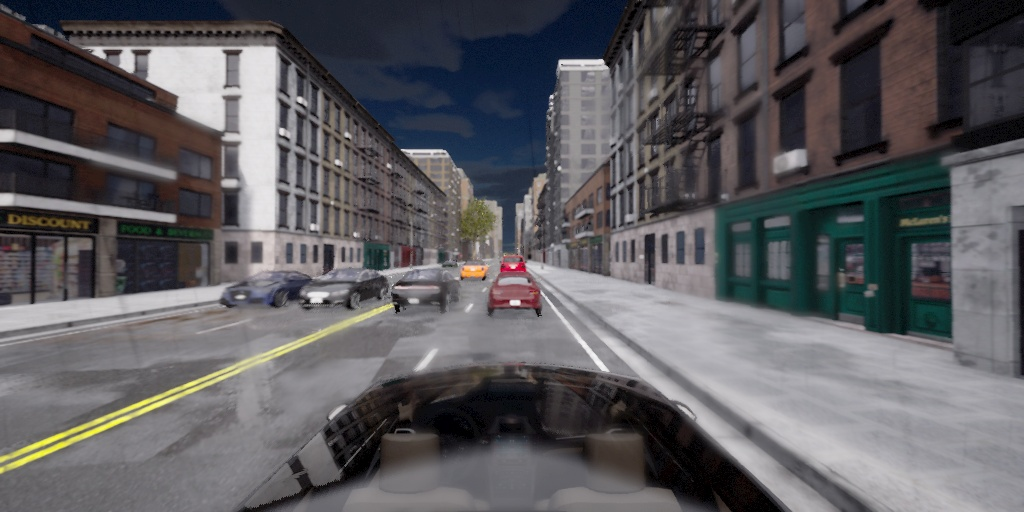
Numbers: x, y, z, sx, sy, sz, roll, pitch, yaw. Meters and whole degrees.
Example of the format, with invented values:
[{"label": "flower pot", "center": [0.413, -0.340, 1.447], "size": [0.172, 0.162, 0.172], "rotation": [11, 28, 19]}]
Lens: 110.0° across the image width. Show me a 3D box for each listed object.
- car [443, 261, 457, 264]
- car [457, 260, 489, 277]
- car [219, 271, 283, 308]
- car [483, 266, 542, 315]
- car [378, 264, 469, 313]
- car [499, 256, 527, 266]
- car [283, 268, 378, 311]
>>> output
[{"label": "car", "center": [-9.819, 1.393, 56.707], "size": [1.895, 1.301, 4.718], "rotation": [0, 0, 0]}, {"label": "car", "center": [-3.154, 1.115, 31.064], "size": [2.097, 1.767, 4.553], "rotation": [0, 0, 0]}, {"label": "car", "center": [-9.851, 1.316, 15.019], "size": [1.994, 1.385, 4.181], "rotation": [0, 0, 0]}, {"label": "car", "center": [0.098, 1.278, 13.395], "size": [1.812, 1.442, 4.674], "rotation": [0, 0, 0]}, {"label": "car", "center": [-3.152, 1.244, 13.988], "size": [2.128, 1.511, 4.902], "rotation": [0, 0, 0]}, {"label": "car", "center": [0.096, 0.984, 30.551], "size": [2.150, 2.045, 5.566], "rotation": [0, 0, 0]}, {"label": "car", "center": [-6.602, 1.244, 14.578], "size": [2.128, 1.511, 4.902], "rotation": [0, 0, 0]}]
